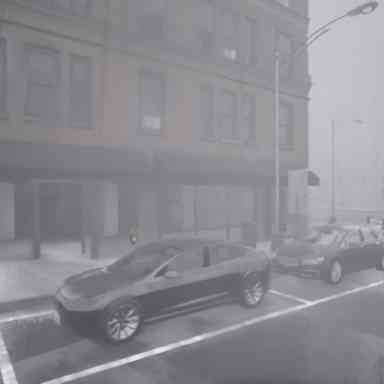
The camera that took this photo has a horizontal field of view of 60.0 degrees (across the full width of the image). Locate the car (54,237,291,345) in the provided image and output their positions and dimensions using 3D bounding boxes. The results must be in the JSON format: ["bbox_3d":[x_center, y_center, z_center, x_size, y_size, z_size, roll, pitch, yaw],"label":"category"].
[{"bbox_3d":[-0.319,1.597,6.432,4.313,1.339,1.947,1,-1,-35],"label":"car"}]

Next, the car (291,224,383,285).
[{"bbox_3d":[4.163,1.634,9.628,4.403,1.369,2.008,1,-1,-35],"label":"car"}]
